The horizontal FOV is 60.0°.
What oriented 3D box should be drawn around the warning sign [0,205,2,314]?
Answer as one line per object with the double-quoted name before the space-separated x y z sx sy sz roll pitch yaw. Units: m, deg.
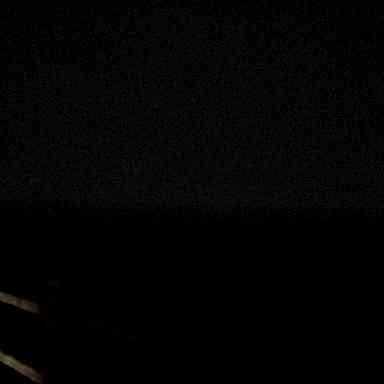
"warning sign" -4.060 1.153 5.480 1.060 1.860 1.300 0 0 36
